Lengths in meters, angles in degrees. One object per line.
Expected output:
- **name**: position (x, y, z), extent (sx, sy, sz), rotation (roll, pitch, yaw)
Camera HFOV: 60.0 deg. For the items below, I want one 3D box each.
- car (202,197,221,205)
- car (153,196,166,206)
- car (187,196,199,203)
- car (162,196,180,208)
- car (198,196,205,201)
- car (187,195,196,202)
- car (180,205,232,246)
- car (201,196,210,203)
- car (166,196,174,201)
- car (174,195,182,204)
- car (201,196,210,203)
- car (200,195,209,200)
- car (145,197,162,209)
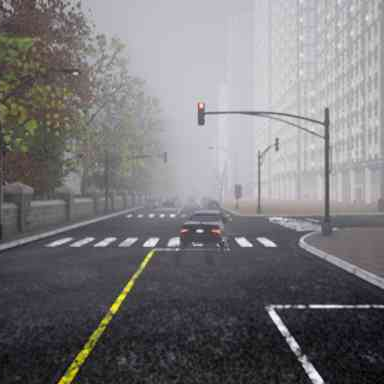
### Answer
- **car**: position (2.660, 1.627, 42.047), extent (1.947, 1.339, 4.313), rotation (0, 0, 0)
- **car**: position (-5.732, 1.534, 58.939), extent (1.967, 1.590, 4.097), rotation (0, 0, 0)
- **car**: position (-0.052, 1.635, 69.748), extent (1.812, 1.442, 4.674), rotation (0, 0, 0)
- **car**: position (-3.127, 1.635, 47.932), extent (1.994, 1.385, 4.181), rotation (0, 0, 0)
- **car**: position (2.623, 1.730, 92.738), extent (2.008, 1.369, 4.403), rotation (0, 0, 0)
- **car**: position (-0.058, 1.557, 79.331), extent (2.033, 1.411, 5.357), rotation (0, 0, 0)
- **car**: position (0.777, 1.566, 15.387), extent (2.033, 1.411, 5.357), rotation (0, 0, 11)
- **car**: position (2.656, 1.637, 47.680), extent (1.947, 1.339, 4.313), rotation (0, 0, 0)
- **car**: position (-5.753, 1.708, 87.100), extent (1.887, 1.381, 4.507), rotation (0, 0, 0)
- **car**: position (-3.082, 1.459, 64.843), extent (2.097, 1.767, 4.553), rotation (0, 0, 0)
- **car**: position (3.092, 1.663, 77.359), extent (1.812, 1.442, 4.674), rotation (0, 0, 0)
- **car**: position (2.652, 1.648, 53.312), extent (1.947, 1.339, 4.313), rotation (0, 0, 0)
- **car**: position (-5.725, 1.653, 47.673), extent (1.802, 1.307, 4.206), rotation (0, 0, 0)
